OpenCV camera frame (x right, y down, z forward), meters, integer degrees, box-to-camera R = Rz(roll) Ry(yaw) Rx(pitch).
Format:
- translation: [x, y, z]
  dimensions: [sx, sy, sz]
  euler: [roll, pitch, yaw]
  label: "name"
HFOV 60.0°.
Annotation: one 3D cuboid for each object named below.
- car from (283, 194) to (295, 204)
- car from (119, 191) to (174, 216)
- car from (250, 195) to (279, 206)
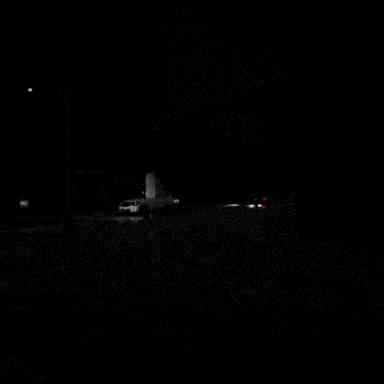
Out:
- translation: [15.609, 1.084, 51.805]
  dimensions: [1.812, 1.442, 4.674]
  euler: [-1, -1, 35]
  label: "car"
- translation: [-3.863, 0.951, 29.405]
  dimensions: [2.150, 2.045, 5.566]
  euler: [-1, 0, 35]
  label: "car"
- translation: [9.733, 1.096, 43.483]
  dimensions: [1.812, 1.442, 4.674]
  euler: [-1, -1, 36]
  label: "car"
